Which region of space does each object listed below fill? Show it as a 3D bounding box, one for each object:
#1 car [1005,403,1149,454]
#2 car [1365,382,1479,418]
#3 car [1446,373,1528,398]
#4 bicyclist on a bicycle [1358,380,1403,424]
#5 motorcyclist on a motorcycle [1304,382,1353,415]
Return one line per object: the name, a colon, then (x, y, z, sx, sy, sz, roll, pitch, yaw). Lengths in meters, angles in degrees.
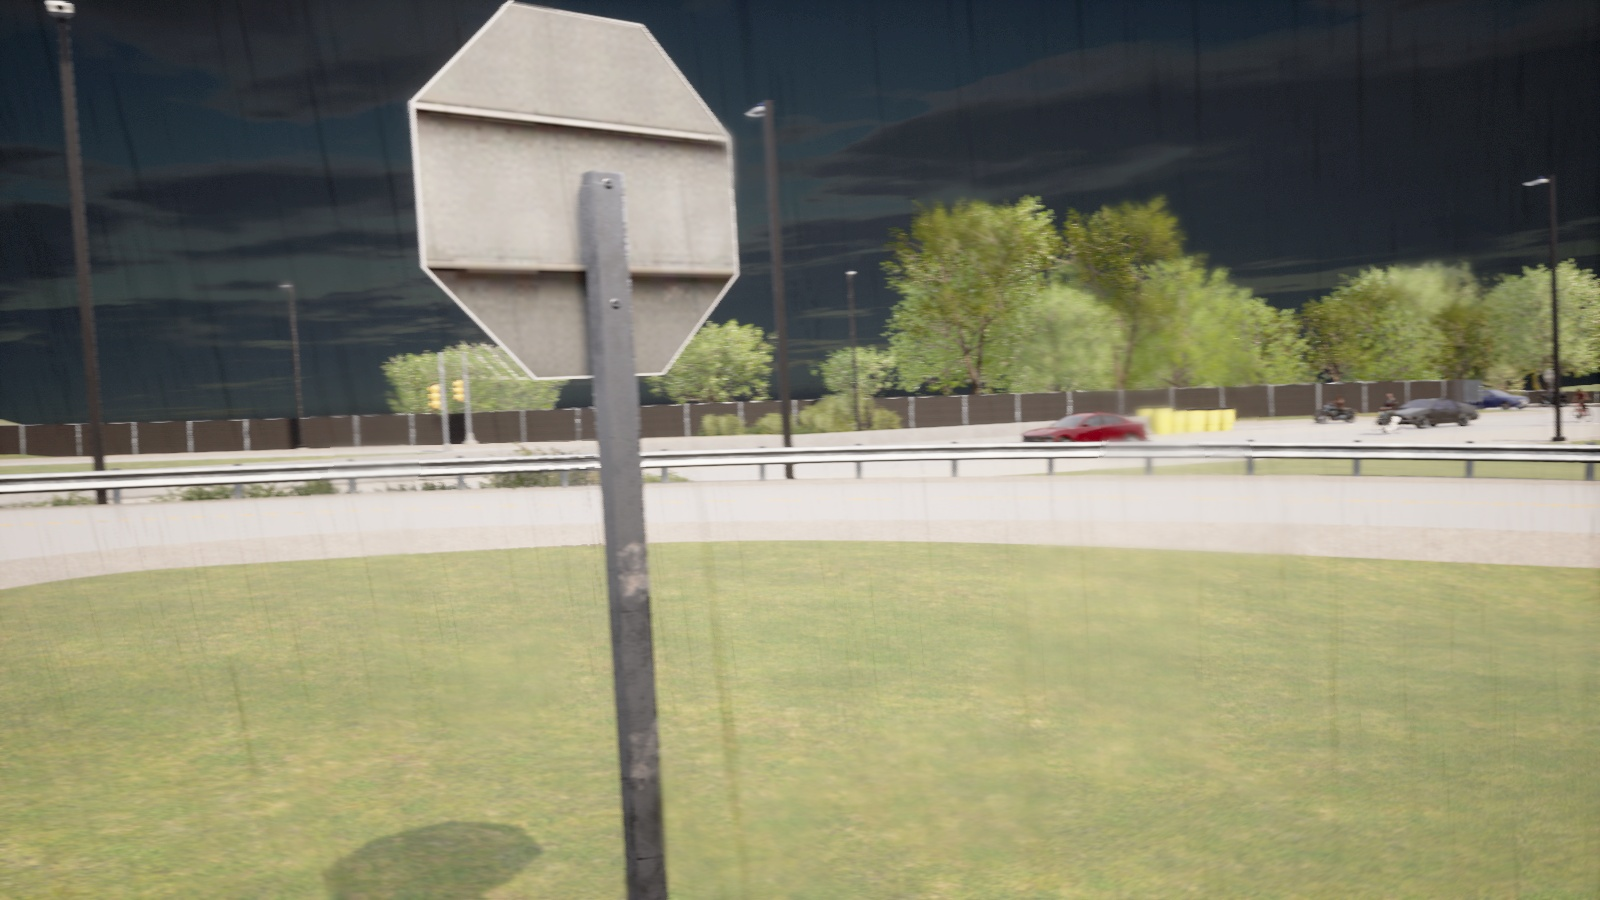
car: (10.114, -0.808, 45.702, 5.008, 1.535, 1.882, -4, 2, -27)
car: (29.578, -2.375, 59.675, 5.357, 1.411, 2.033, -4, 2, -27)
car: (47.490, -4.463, 86.932, 1.812, 1.442, 4.674, -5, 2, -28)
bicyclist on a bicycle: (24.579, -2.027, 53.159, 1.843, 1.776, 0.659, -4, 2, -27)
motorcyclist on a motorcycle: (28.659, -2.801, 68.090, 2.350, 1.649, 0.766, -4, 2, -8)
